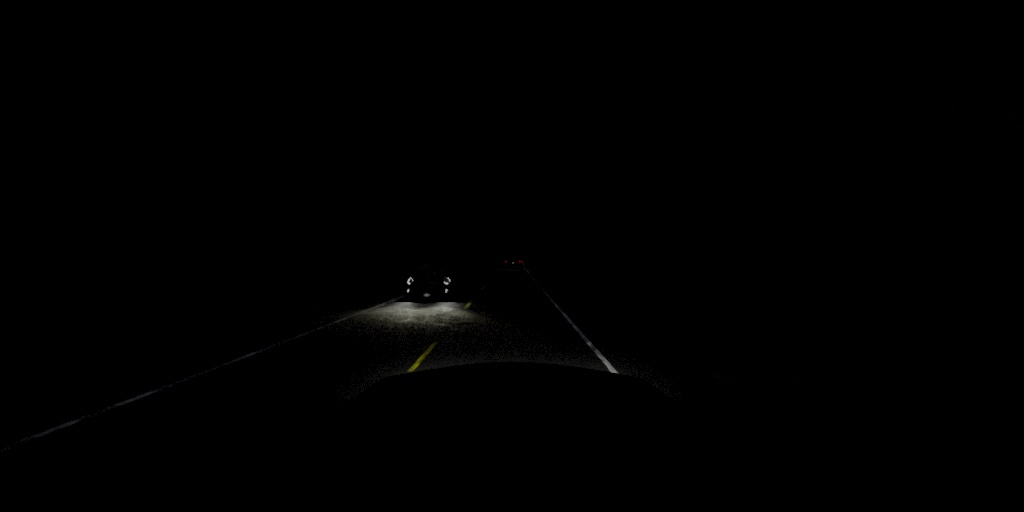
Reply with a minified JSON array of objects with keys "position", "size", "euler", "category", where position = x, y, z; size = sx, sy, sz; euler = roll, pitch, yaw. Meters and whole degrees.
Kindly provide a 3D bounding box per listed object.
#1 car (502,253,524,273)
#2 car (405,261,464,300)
[{"position":[0.106,0.742,38.306],"size":[2.150,2.045,5.566],"euler":[0,1,0],"category":"car"},{"position":[-3.595,1.046,17.345],"size":[2.097,1.767,4.553],"euler":[0,0,0],"category":"car"}]
